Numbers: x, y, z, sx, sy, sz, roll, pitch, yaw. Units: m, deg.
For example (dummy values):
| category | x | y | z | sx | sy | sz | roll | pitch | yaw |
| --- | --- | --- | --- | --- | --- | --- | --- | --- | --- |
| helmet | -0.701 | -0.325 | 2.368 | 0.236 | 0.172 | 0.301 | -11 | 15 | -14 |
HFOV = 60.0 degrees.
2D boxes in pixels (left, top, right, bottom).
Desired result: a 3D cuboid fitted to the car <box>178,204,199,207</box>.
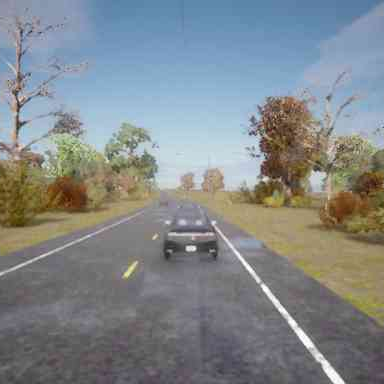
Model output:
| category | x | y | z | sx | sy | sz | roll | pitch | yaw |
| --- | --- | --- | --- | --- | --- | --- | --- | --- | --- |
| car | -0.281 | 1.653 | 27.896 | 1.994 | 1.385 | 4.181 | 0 | 0 | -1 |

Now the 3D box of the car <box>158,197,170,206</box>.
| category | x | y | z | sx | sy | sz | roll | pitch | yaw |
| --- | --- | --- | --- | --- | --- | --- | --- | --- | --- |
| car | -4.854 | 1.687 | 57.667 | 1.837 | 1.490 | 4.892 | 0 | 0 | -2 |

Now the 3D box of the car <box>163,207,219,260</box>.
| category | x | y | z | sx | sy | sz | roll | pitch | yaw |
| --- | --- | --- | --- | --- | --- | --- | --- | --- | --- |
| car | -0.036 | 1.532 | 12.621 | 2.128 | 1.511 | 4.902 | 0 | 0 | 0 |

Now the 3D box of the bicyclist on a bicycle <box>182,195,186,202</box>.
| category | x | y | z | sx | sy | sz | roll | pitch | yaw |
| --- | --- | --- | --- | --- | --- | --- | --- | --- | --- |
| bicyclist on a bicycle | -2.013 | 1.717 | 88.670 | 0.866 | 1.612 | 1.509 | 0 | 0 | -4 |
